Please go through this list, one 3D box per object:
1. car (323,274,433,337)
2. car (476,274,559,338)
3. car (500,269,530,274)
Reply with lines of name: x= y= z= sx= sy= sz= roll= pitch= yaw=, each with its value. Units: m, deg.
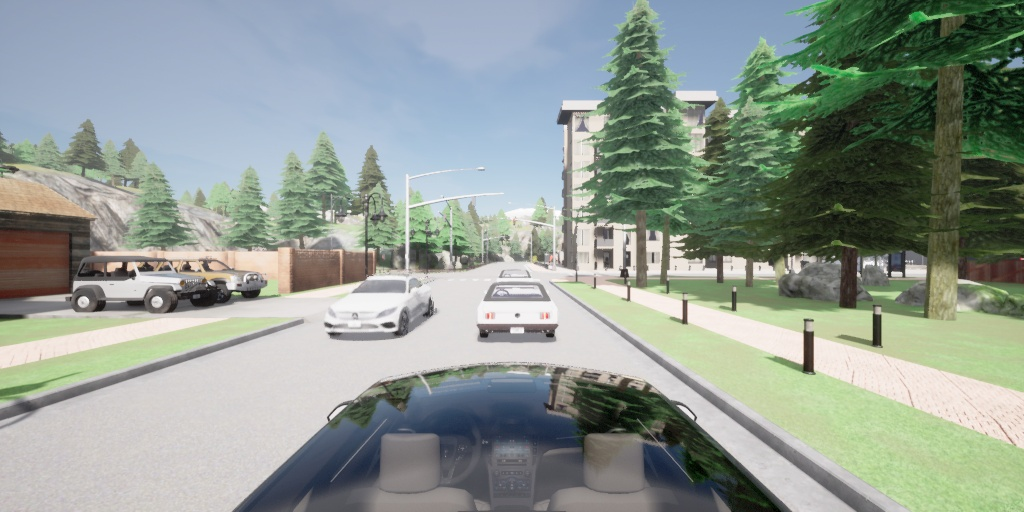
car: x=-3.553 y=1.276 z=10.427 sx=1.812 sy=1.442 sz=4.674 roll=0 pitch=0 yaw=0
car: x=0.131 y=1.351 z=10.148 sx=1.895 sy=1.301 sz=4.718 roll=0 pitch=0 yaw=0
car: x=0.160 y=1.351 z=19.316 sx=1.895 sy=1.301 sz=4.718 roll=0 pitch=0 yaw=0
